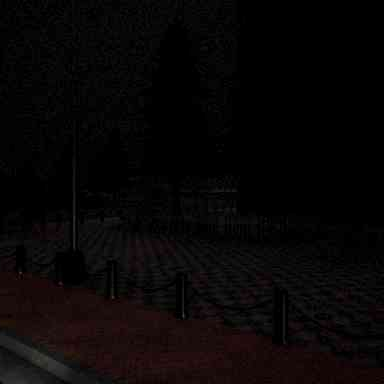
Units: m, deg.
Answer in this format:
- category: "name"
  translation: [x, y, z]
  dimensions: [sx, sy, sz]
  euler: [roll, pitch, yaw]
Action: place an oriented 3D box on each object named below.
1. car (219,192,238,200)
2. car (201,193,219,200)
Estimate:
- category: "car"
  translation: [9.553, 1.374, 84.733]
  dimensions: [3.633, 1.501, 1.845]
  euler: [0, 0, 35]
- category: "car"
  translation: [5.195, 1.384, 91.438]
  dimensions: [3.806, 1.475, 1.970]
  euler: [0, 0, 35]
